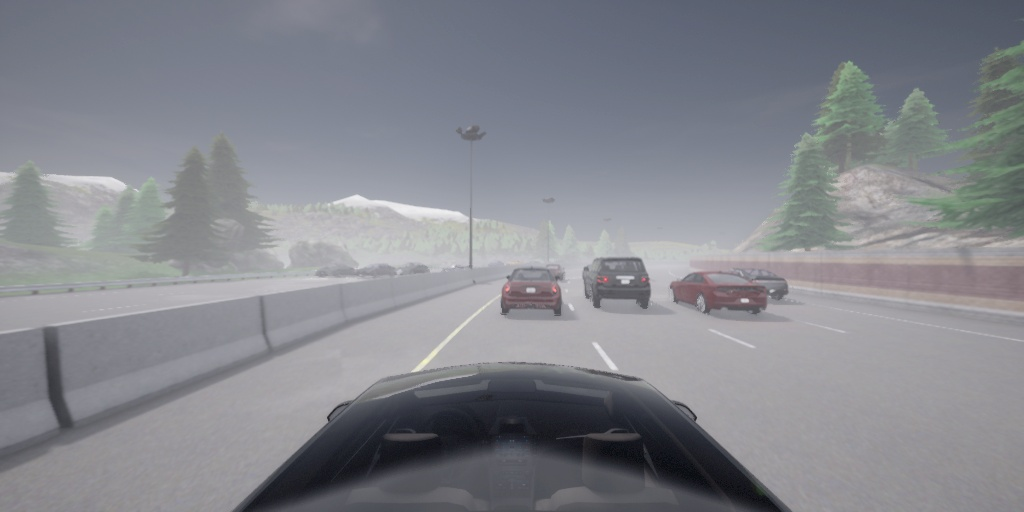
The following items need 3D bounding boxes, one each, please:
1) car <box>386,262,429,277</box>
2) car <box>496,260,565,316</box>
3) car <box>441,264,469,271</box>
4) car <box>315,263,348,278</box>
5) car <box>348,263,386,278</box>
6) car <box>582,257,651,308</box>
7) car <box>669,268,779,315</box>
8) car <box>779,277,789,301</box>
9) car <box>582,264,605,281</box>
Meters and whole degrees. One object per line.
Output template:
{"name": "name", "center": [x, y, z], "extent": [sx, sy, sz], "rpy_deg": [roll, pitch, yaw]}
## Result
{"name": "car", "center": [-10.015, 1.382, 35.836], "extent": [2.128, 1.511, 4.902], "rpy_deg": [0, 0, 14]}
{"name": "car", "center": [0.809, 1.168, 14.017], "extent": [2.097, 1.767, 4.553], "rpy_deg": [0, 0, 5]}
{"name": "car", "center": [-5.826, 1.519, 38.389], "extent": [1.895, 1.301, 4.718], "rpy_deg": [0, 0, 14]}
{"name": "car", "center": [-17.276, 1.427, 35.367], "extent": [1.994, 1.385, 4.181], "rpy_deg": [0, 0, 12]}
{"name": "car", "center": [-13.571, 1.427, 36.157], "extent": [2.033, 1.411, 5.357], "rpy_deg": [0, 0, 13]}
{"name": "car", "center": [4.478, 1.060, 15.926], "extent": [2.150, 2.045, 5.566], "rpy_deg": [0, 0, 6]}
{"name": "car", "center": [7.834, 1.319, 14.181], "extent": [1.882, 1.535, 5.008], "rpy_deg": [0, 0, 5]}
{"name": "car", "center": [11.836, 1.368, 18.304], "extent": [2.128, 1.511, 4.902], "rpy_deg": [0, 0, 7]}
{"name": "car", "center": [7.609, 1.505, 33.523], "extent": [1.994, 1.385, 4.181], "rpy_deg": [0, 0, 13]}
